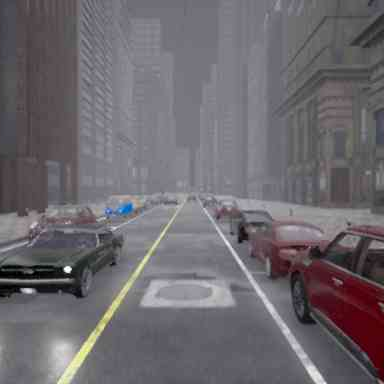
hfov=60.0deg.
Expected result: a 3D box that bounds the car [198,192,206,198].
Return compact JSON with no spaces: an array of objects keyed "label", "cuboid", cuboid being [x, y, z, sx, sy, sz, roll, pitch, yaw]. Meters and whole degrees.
[{"label":"car","cuboid":[2.726,0.826,94.232,2.192,1.841,5.009,0,0,0]}]

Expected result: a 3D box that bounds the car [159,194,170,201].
[{"label":"car","cuboid":[-5.790,1.167,71.681,2.008,1.369,4.403,0,0,0]}]

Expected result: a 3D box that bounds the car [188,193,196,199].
[{"label":"car","cuboid":[-0.027,0.924,79.543,1.837,1.490,4.892,0,0,0]}]

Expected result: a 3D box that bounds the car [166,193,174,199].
[{"label":"car","cuboid":[-5.796,1.063,88.421,1.752,1.417,4.829,0,0,0]}]

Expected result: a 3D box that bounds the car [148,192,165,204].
[{"label":"car","cuboid":[-5.785,1.017,54.771,2.192,1.841,5.009,0,0,0]}]

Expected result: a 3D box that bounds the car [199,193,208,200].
[{"label":"car","cuboid":[2.733,1.028,77.325,1.967,1.590,4.097,0,0,0]}]

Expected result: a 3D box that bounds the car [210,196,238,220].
[{"label":"car","cuboid":[2.751,1.290,26.598,1.967,1.590,4.097,0,0,0]}]

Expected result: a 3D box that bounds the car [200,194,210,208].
[{"label":"car","cuboid":[2.337,1.285,43.479,1.812,1.442,4.674,0,0,0]}]

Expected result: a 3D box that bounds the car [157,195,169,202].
[{"label":"car","cuboid":[-5.788,1.210,66.045,1.947,1.339,4.313,0,0,0]}]

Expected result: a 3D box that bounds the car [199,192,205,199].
[{"label":"car","cuboid":[2.737,1.225,66.053,1.802,1.307,4.206,0,0,0]}]

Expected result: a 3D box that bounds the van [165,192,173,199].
[{"label":"van","cuboid":[-5.795,0.903,82.954,1.690,1.788,3.998,0,0,0]}]

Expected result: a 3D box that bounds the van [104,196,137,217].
[{"label":"van","cuboid":[-5.775,1.191,26.588,1.690,1.788,3.998,0,0,0]}]

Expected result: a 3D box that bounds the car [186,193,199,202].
[{"label":"car","cuboid":[-0.017,1.167,62.520,1.837,1.490,4.892,0,0,0]}]

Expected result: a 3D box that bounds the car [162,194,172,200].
[{"label":"car","cuboid":[-5.792,1.171,77.319,1.802,1.307,4.206,0,0,0]}]

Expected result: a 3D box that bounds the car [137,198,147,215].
[{"label":"car","cuboid":[-5.776,1.346,32.056,1.752,1.417,4.829,0,0,0]}]

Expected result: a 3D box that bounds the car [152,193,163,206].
[{"label":"car","cuboid":[-5.782,1.171,49.134,1.967,1.590,4.097,0,0,0]}]

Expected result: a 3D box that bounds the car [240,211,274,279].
[{"label":"car","cuboid":[2.757,1.489,9.691,1.887,1.381,4.507,0,0,0]}]

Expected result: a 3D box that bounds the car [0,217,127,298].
[{"label":"car","cuboid":[-3.103,1.552,8.511,1.895,1.301,4.718,0,0,0]}]

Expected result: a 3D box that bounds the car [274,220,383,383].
[{"label":"car","cuboid":[2.758,1.291,4.054,2.192,1.841,5.009,0,0,0]}]

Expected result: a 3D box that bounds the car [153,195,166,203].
[{"label":"car","cuboid":[-5.786,1.239,60.409,1.947,1.339,4.313,0,0,0]}]

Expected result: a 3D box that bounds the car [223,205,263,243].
[{"label":"car","cuboid":[2.755,1.479,15.328,1.947,1.339,4.313,0,0,0]}]

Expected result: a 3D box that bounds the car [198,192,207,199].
[{"label":"car","cuboid":[2.728,0.851,88.596,2.192,1.841,5.009,0,0,0]}]

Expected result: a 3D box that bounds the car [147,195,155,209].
[{"label":"car","cuboid":[-5.778,1.340,37.862,2.008,1.369,4.403,0,0,0]}]

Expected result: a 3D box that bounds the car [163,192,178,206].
[{"label":"car","cuboid":[-3.097,1.204,49.957,1.882,1.535,5.008,0,1,0]}]

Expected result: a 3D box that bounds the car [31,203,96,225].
[{"label":"car","cuboid":[-5.771,1.354,15.316,1.967,1.590,4.097,0,0,0]}]

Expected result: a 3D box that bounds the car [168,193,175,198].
[{"label":"car","cuboid":[-5.798,1.094,94.228,1.802,1.307,4.206,0,0,0]}]
